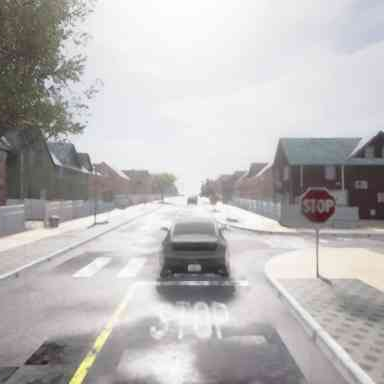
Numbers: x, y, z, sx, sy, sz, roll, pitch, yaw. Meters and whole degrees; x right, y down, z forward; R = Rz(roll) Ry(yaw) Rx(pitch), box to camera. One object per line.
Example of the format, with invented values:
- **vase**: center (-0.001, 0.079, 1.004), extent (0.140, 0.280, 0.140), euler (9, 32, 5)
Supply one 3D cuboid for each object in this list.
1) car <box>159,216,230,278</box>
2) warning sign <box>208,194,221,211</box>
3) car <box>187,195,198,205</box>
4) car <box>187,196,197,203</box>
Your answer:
- **car**: center (0.071, 1.505, 10.165), extent (1.837, 1.490, 4.892), euler (0, 0, 0)
- **warning sign**: center (2.496, 1.130, 36.496), extent (1.300, 1.860, 1.060), euler (-2, -2, 0)
- **car**: center (0.060, 1.528, 59.817), extent (1.882, 1.535, 5.008), euler (0, 0, 0)
- **car**: center (0.009, 1.500, 69.709), extent (1.895, 1.301, 4.718), euler (0, 0, 0)
